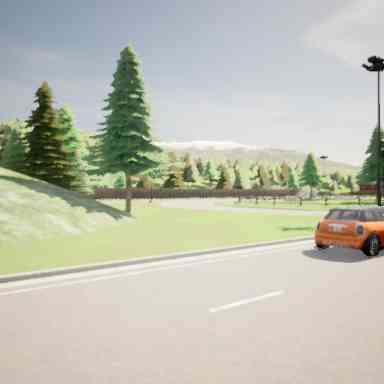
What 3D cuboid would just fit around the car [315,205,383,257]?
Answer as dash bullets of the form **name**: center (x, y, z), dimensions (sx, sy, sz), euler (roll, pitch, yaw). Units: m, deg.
- **car**: center (6.890, 1.330, 13.001), dimensions (4.553, 1.767, 2.097), euler (0, 0, -35)
